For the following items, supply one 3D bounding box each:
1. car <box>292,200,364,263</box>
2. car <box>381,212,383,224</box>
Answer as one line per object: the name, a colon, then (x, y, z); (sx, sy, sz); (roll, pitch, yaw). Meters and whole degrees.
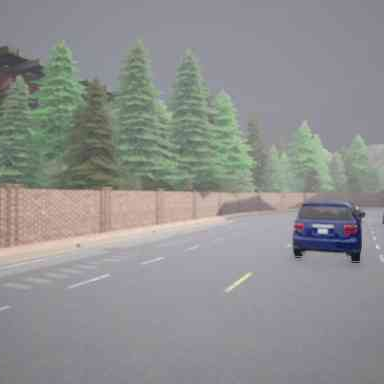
car: (5.347, 1.335, 12.884); (2.150, 2.045, 5.566); (0, 0, 27)
car: (14.748, 1.757, 23.833); (2.033, 1.411, 5.357); (0, -1, 28)
